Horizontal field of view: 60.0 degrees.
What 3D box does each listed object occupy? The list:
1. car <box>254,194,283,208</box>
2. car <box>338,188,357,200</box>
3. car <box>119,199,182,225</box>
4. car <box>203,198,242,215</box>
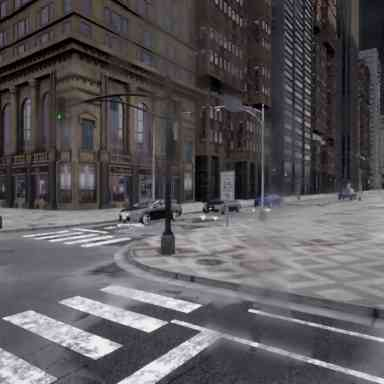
[{"bbox_3d":[8.735,0.962,37.775,1.882,1.535,5.008,0,1,36],"label":"car"},{"bbox_3d":[27.031,0.362,57.856,2.150,2.045,5.566,0,1,36],"label":"car"},{"bbox_3d":[-2.629,1.237,21.901,2.128,1.511,4.902,0,1,36],"label":"car"},{"bbox_3d":[2.704,1.187,29.351,1.994,1.385,4.181,0,1,36],"label":"car"}]
